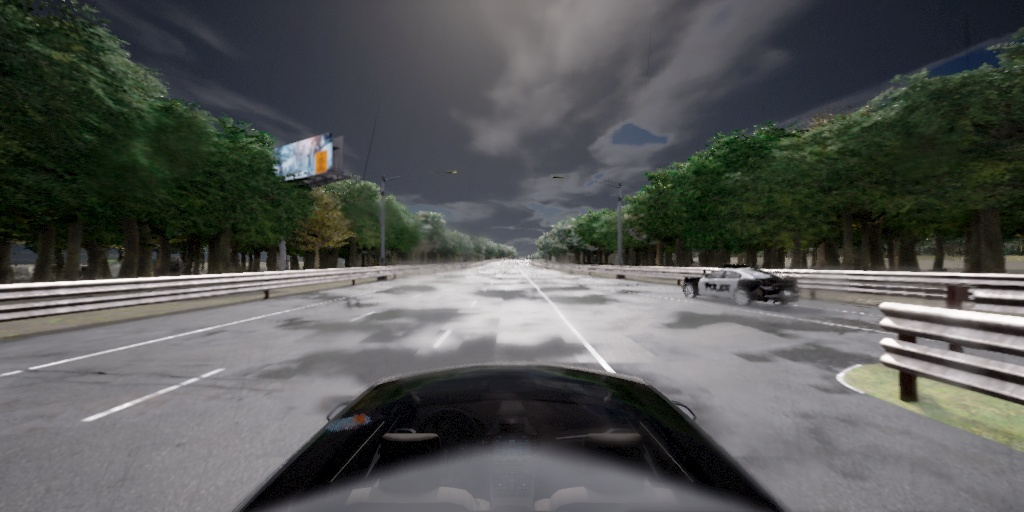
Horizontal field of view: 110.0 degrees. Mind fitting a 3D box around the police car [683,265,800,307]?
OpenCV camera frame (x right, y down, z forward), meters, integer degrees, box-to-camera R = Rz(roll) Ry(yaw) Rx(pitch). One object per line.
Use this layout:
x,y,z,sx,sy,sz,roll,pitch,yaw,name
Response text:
9.604,1.196,15.702,1.930,1.638,5.238,0,-1,-11,police car
